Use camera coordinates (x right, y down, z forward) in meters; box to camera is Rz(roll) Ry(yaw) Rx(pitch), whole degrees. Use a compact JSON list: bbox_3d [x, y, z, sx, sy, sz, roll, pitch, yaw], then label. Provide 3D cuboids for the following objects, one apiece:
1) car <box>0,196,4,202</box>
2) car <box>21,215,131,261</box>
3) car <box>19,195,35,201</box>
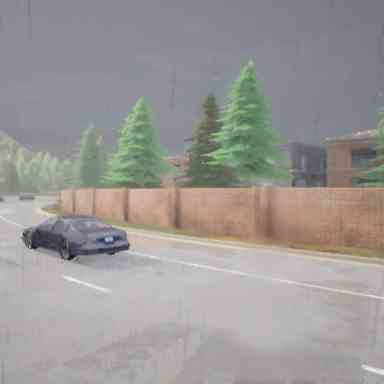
[{"bbox_3d":[-39.451,1.356,66.609,2.128,1.511,4.902,1,0,-4],"label":"car"},{"bbox_3d":[-4.506,1.564,12.429,5.357,1.411,2.033,0,0,43],"label":"car"},{"bbox_3d":[-39.991,1.391,80.798,1.837,1.490,4.892,1,0,5],"label":"car"}]
